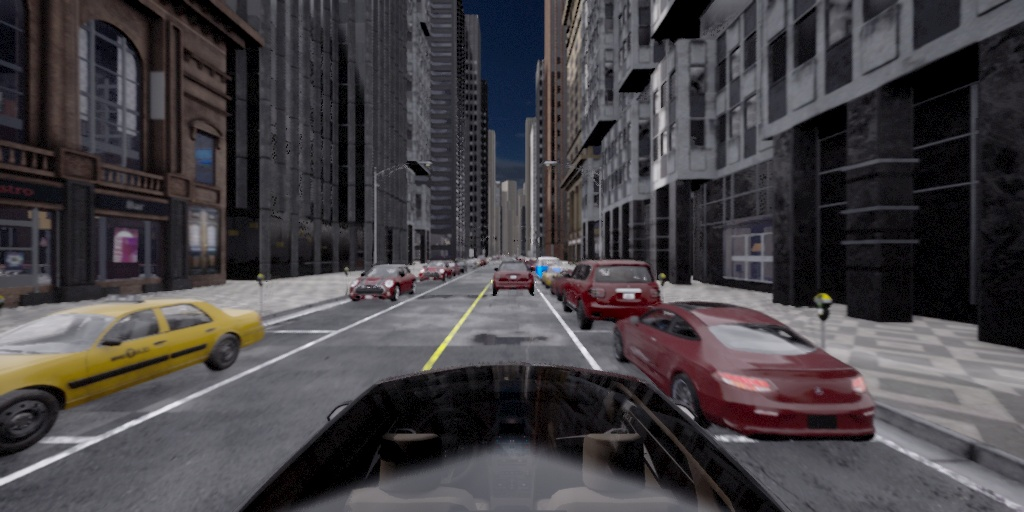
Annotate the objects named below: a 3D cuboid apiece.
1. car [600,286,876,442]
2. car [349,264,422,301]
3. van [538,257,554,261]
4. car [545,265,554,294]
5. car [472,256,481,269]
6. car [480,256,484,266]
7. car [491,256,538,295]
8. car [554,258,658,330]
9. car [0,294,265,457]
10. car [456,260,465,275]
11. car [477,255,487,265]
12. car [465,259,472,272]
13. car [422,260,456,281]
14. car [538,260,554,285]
[{"bbox_3d":[2.759,1.315,5.268,1.802,1.307,4.207,0,0,0],"label":"car"},{"bbox_3d":[-5.778,1.127,16.449,1.967,1.591,4.097,0,0,0],"label":"car"},{"bbox_3d":[2.735,0.976,27.676,1.690,1.789,3.998,0,0,0],"label":"van"},{"bbox_3d":[2.747,1.266,16.473,1.802,1.307,4.207,0,0,0],"label":"car"},{"bbox_3d":[-5.814,1.095,50.058,2.007,1.370,4.403,0,0,0],"label":"car"},{"bbox_3d":[-5.820,1.047,55.489,1.751,1.417,4.829,0,0,0],"label":"car"},{"bbox_3d":[0.073,1.023,19.384,2.097,1.767,4.553,0,0,0],"label":"car"},{"bbox_3d":[2.753,1.023,10.870,2.192,1.841,5.009,0,0,0],"label":"car"},{"bbox_3d":[-5.766,1.262,5.075,1.751,1.417,4.829,0,0,0],"label":"car"},{"bbox_3d":[-5.796,1.197,33.253,1.802,1.307,4.207,0,0,0],"label":"car"},{"bbox_3d":[-5.826,1.043,61.261,1.888,1.381,4.507,0,0,0],"label":"car"},{"bbox_3d":[-5.802,1.157,38.855,1.948,1.339,4.313,0,0,0],"label":"car"},{"bbox_3d":[-5.790,1.079,27.652,1.967,1.591,4.097,0,0,0],"label":"car"},{"bbox_3d":[2.741,1.185,22.244,1.751,1.417,4.829,0,0,0],"label":"car"}]
